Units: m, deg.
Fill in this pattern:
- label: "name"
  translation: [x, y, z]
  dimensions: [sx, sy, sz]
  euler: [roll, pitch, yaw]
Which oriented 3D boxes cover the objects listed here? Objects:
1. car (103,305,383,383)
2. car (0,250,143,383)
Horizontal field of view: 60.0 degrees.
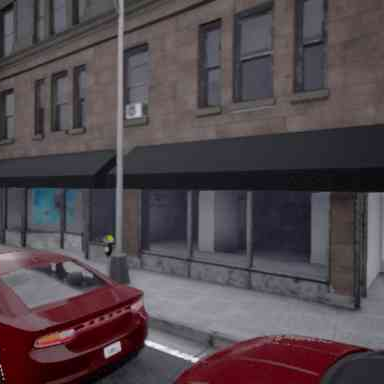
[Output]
- label: "car"
  translation: [1.817, 1.544, 1.654]
  dimensions: [4.507, 1.381, 1.887]
  euler: [0, 1, 36]
- label: "car"
  translation: [-2.666, 1.548, 4.851]
  dimensions: [4.507, 1.381, 1.887]
  euler: [0, 1, 36]
